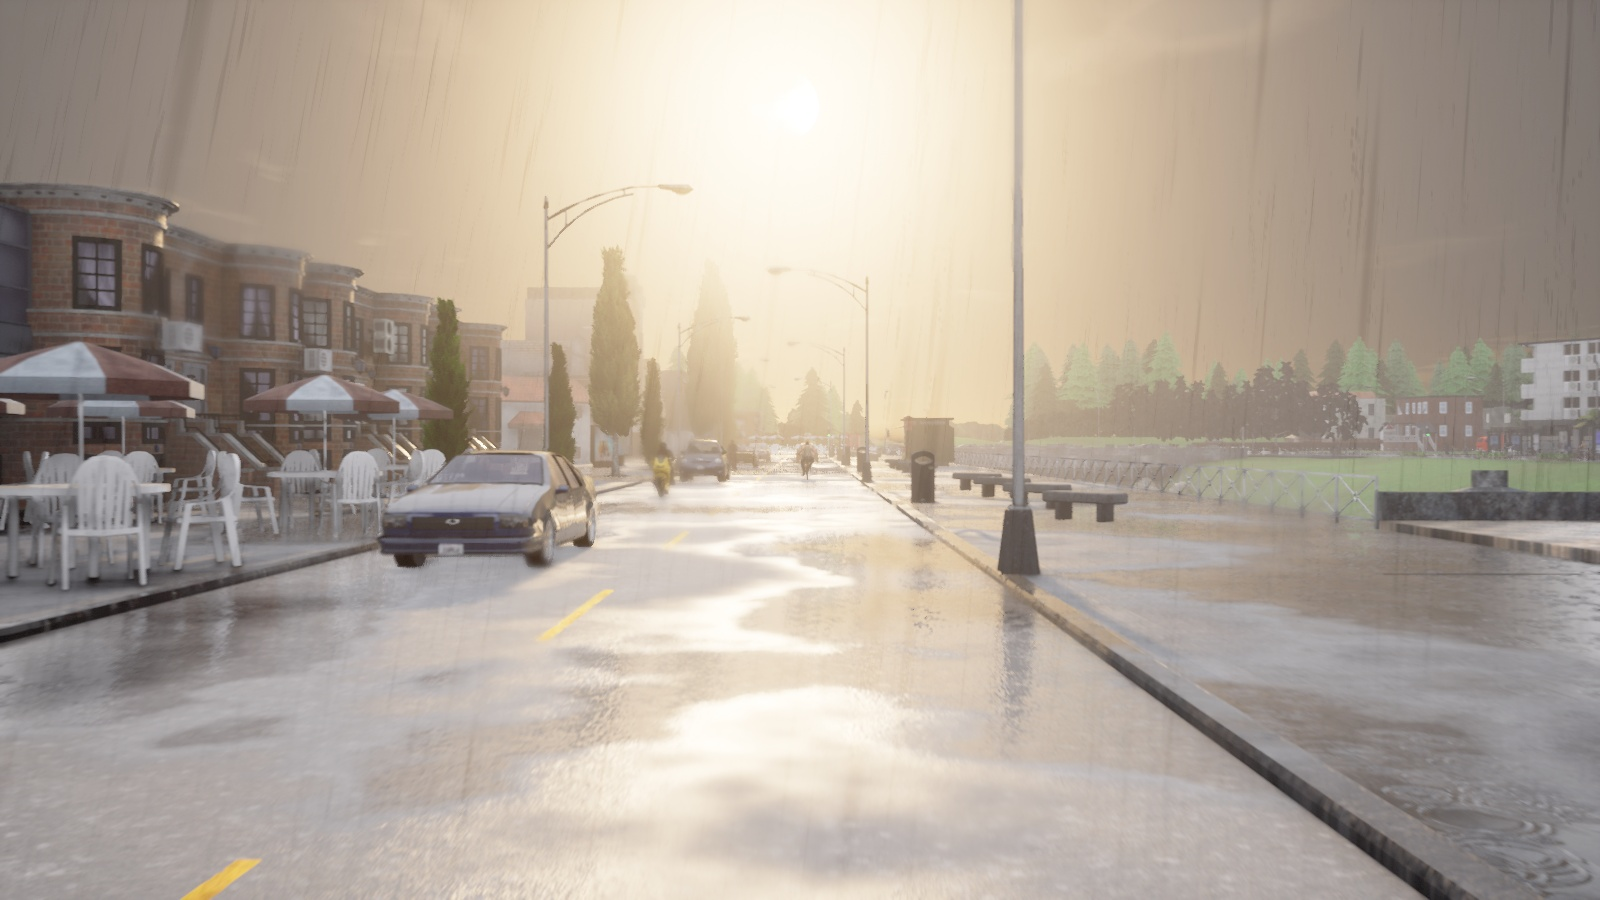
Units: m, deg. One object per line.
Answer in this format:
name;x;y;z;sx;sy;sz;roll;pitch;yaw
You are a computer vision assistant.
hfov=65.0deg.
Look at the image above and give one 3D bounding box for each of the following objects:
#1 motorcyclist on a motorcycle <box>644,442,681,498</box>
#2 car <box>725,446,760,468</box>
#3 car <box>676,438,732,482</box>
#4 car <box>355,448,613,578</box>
motorcyclist on a motorcycle;-3.792;0.530;34.754;0.797;1.523;2.044;0;0;0
car;-3.552;0.403;78.287;1.895;1.301;4.718;0;0;0
car;-3.713;0.366;48.926;1.851;1.617;3.988;0;0;0
car;-3.893;0.697;16.556;2.033;1.411;5.357;0;0;0
